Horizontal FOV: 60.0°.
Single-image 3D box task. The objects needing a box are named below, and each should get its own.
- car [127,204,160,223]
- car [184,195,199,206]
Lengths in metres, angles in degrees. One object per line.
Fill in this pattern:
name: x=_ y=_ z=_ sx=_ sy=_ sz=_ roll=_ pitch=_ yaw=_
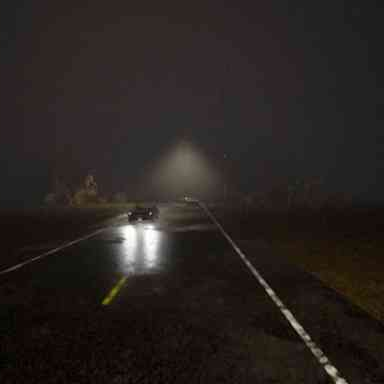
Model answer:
car: x=-3.584 y=1.568 z=25.123 sx=1.895 sy=1.301 sz=4.718 roll=0 pitch=0 yaw=0
car: x=0.134 y=1.530 z=54.284 sx=1.895 sy=1.301 sz=4.718 roll=0 pitch=0 yaw=0
